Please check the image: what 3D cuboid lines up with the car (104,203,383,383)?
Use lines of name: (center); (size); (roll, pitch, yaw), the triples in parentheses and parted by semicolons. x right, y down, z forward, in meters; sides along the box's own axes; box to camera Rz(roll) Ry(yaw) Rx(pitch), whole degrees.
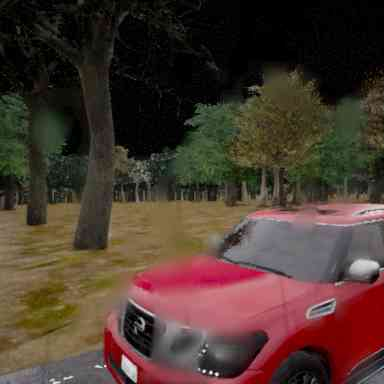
car: (1.686, 1.220, 4.581); (5.566, 2.045, 2.150); (0, 0, -36)
